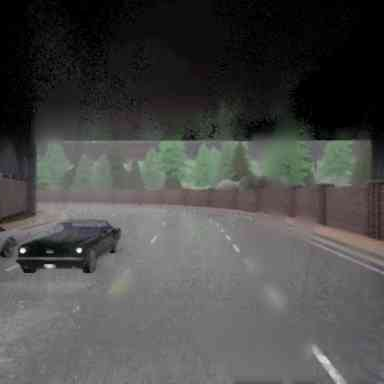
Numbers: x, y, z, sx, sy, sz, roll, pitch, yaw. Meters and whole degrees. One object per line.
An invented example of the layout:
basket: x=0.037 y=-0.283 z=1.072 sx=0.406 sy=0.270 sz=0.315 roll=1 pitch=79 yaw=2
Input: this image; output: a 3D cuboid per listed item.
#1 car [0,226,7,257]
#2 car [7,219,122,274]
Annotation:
car: x=-7.125 y=1.579 z=10.002 sx=1.895 sy=1.301 sz=4.718 roll=0 pitch=0 yaw=0
car: x=-3.628 y=1.576 z=10.669 sx=1.895 sy=1.301 sz=4.718 roll=0 pitch=0 yaw=0
